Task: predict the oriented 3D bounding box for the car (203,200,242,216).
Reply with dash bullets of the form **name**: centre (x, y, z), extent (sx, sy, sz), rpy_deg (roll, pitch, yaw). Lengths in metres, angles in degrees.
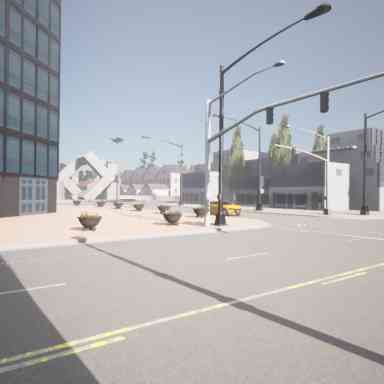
- **car**: centre (2.956, 1.563, 33.648), extent (1.882, 1.535, 5.008), rpy_deg (1, -1, -35)
